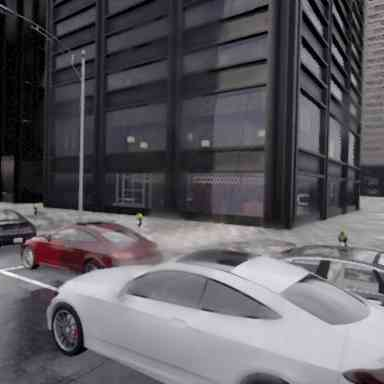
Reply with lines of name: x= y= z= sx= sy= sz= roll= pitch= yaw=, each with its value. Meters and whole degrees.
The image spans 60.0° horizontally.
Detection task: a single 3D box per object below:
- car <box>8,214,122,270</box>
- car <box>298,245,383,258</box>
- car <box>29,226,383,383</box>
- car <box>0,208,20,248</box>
car: x=-2.634 y=1.404 z=8.466 sx=4.206 sy=1.307 sz=1.802 roll=2 pitch=1 yaw=35
car: x=1.977 y=1.520 z=5.227 sx=4.403 sy=1.369 sz=2.008 roll=2 pitch=1 yaw=35
car: x=0.134 y=1.471 z=4.186 sx=4.674 sy=1.442 sz=1.812 roll=2 pitch=1 yaw=35
car: x=-7.244 y=1.227 z=11.705 sx=4.403 sy=1.369 sz=2.008 roll=2 pitch=1 yaw=35
